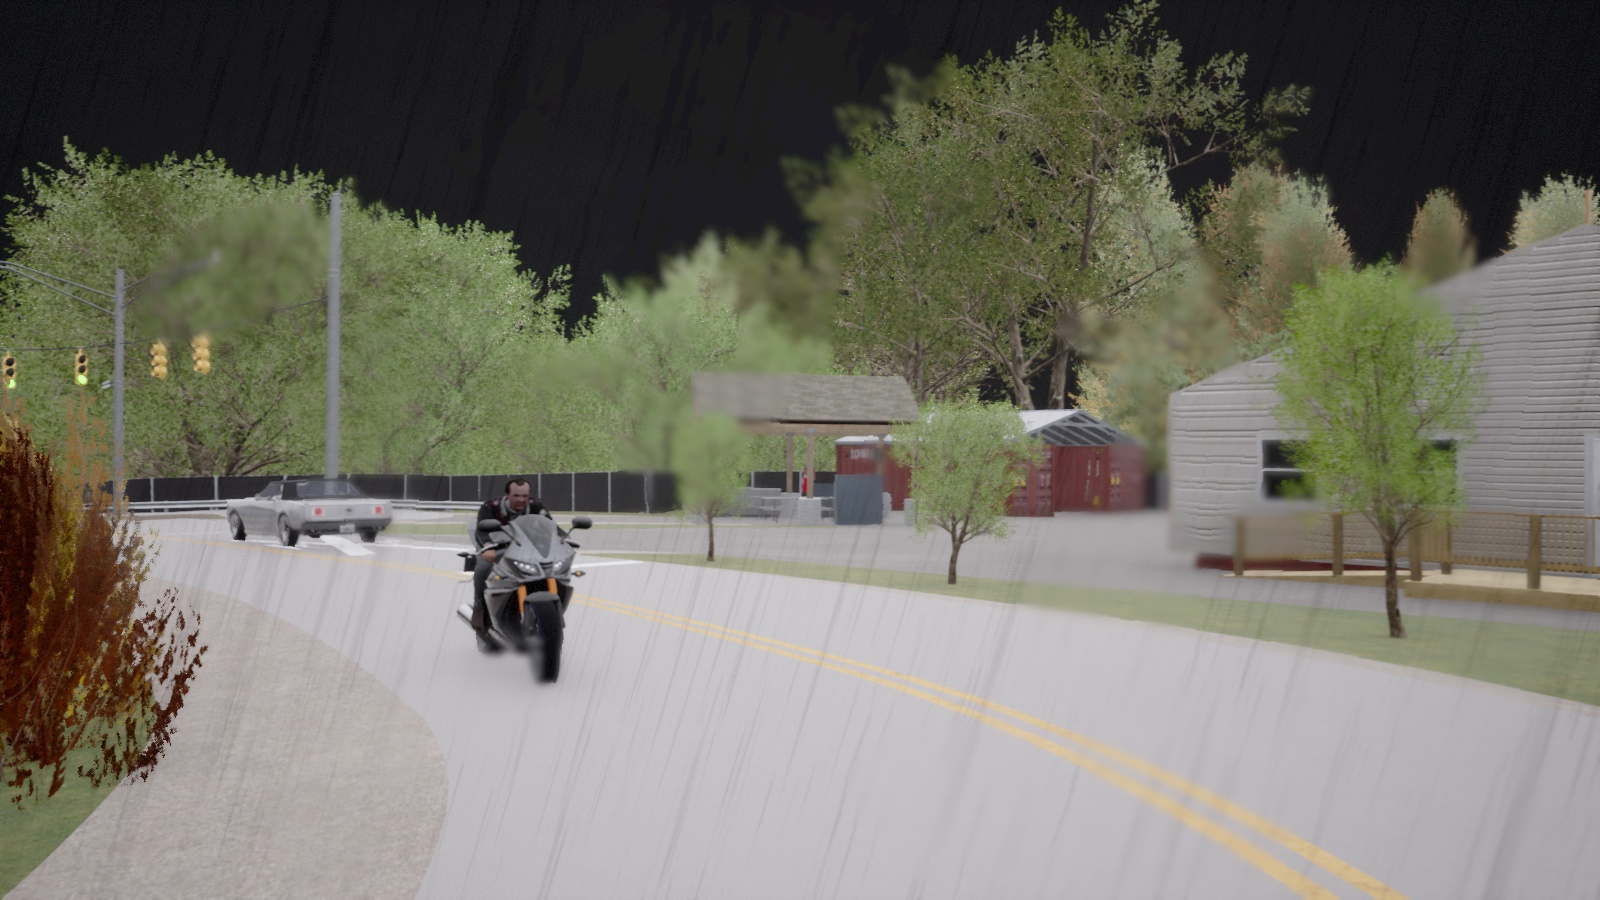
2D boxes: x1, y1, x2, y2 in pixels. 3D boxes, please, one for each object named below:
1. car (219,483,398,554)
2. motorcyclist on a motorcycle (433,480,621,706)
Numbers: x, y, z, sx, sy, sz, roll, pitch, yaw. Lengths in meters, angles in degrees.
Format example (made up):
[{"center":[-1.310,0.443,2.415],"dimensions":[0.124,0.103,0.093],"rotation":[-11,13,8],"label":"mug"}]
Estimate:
[{"center":[-10.233,1.347,25.956],"dimensions":[1.895,1.301,4.718],"rotation":[1,-1,-42],"label":"car"},{"center":[-2.205,1.019,9.873],"dimensions":[0.866,1.530,2.191],"rotation":[-1,0,-28],"label":"motorcyclist on a motorcycle"}]
